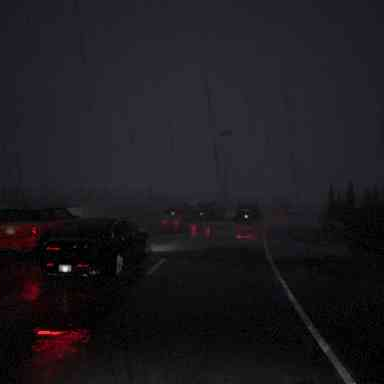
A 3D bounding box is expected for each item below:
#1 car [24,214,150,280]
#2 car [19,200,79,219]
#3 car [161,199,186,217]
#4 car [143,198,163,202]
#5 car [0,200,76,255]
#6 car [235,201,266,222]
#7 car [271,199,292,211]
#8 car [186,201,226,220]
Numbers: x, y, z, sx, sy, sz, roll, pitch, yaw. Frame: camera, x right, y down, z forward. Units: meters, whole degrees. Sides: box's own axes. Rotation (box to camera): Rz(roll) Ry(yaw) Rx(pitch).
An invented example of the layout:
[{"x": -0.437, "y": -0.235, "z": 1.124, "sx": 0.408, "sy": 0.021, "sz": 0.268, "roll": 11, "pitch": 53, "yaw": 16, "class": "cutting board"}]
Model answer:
[{"x": -2.598, "y": 1.489, "z": 9.980, "sx": 1.837, "sy": 1.490, "sz": 4.892, "roll": 0, "pitch": 0, "yaw": 7, "class": "car"}, {"x": -12.698, "y": 1.485, "z": 30.016, "sx": 2.033, "sy": 1.411, "sz": 5.357, "roll": 0, "pitch": 0, "yaw": 18, "class": "car"}, {"x": -0.928, "y": 1.576, "z": 31.540, "sx": 1.895, "sy": 1.301, "sz": 4.718, "roll": 0, "pitch": 0, "yaw": 20, "class": "car"}, {"x": -4.696, "y": 1.474, "z": 41.201, "sx": 1.837, "sy": 1.490, "sz": 4.892, "roll": 0, "pitch": 0, "yaw": 25, "class": "car"}, {"x": -5.681, "y": 1.324, "z": 13.081, "sx": 2.097, "sy": 1.767, "sz": 4.553, "roll": 0, "pitch": 0, "yaw": 8, "class": "car"}, {"x": 4.631, "y": 1.501, "z": 26.143, "sx": 1.837, "sy": 1.490, "sz": 4.892, "roll": 0, "pitch": 0, "yaw": 18, "class": "car"}, {"x": 10.937, "y": 1.533, "z": 40.600, "sx": 1.812, "sy": 1.442, "sz": 4.674, "roll": 0, "pitch": 0, "yaw": 28, "class": "car"}, {"x": 1.505, "y": 1.477, "z": 27.833, "sx": 2.128, "sy": 1.511, "sz": 4.902, "roll": 0, "pitch": 0, "yaw": 18, "class": "car"}]
